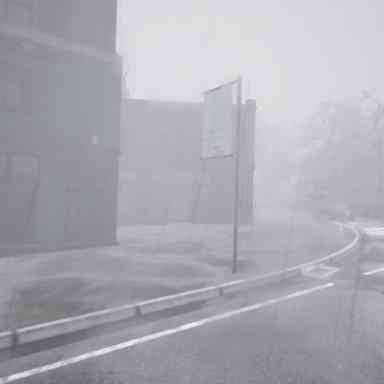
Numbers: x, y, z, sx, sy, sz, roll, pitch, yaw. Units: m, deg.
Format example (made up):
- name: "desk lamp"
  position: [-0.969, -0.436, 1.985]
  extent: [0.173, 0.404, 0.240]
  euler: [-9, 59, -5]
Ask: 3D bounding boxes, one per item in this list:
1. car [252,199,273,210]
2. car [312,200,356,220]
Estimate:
- name: "car"
  position: [9.156, 1.620, 44.953]
  extent: [1.994, 1.385, 4.181]
  euler: [2, -1, -17]
- name: "car"
  position: [11.818, 1.474, 27.948]
  extent: [2.128, 1.511, 4.902]
  euler: [2, 0, -3]
